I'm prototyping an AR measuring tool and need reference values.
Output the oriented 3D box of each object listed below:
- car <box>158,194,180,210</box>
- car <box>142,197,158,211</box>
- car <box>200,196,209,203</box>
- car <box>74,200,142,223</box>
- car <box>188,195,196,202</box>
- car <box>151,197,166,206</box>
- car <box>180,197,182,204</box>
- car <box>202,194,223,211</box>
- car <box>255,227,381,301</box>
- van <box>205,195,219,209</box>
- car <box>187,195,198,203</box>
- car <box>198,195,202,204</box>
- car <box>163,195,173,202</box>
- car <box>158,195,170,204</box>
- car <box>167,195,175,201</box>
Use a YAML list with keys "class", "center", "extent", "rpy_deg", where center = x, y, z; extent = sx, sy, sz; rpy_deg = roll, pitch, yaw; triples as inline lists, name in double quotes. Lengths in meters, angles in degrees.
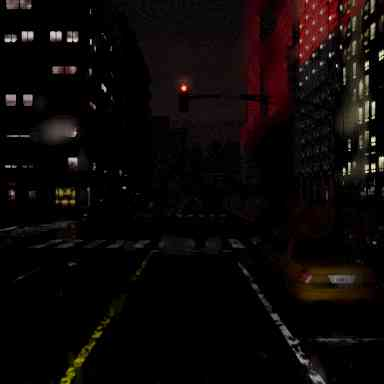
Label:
- class: "car"
  center: [-3.101, 1.241, 44.068]
  extent: [2.150, 2.045, 5.566]
  rpy_deg: [0, 0, 0]
- class: "car"
  center: [-5.697, 1.567, 40.500]
  extent: [2.008, 1.369, 4.403]
  rpy_deg: [0, 0, 0]
- class: "car"
  center: [2.680, 1.610, 73.661]
  extent: [1.887, 1.381, 4.507]
  rpy_deg: [0, 0, 0]
- class: "car"
  center: [-6.853, 1.556, 26.589]
  extent: [5.008, 1.535, 1.882]
  rpy_deg: [-1, 2, -44]
- class: "car"
  center: [-0.006, 1.577, 80.075]
  extent: [1.837, 1.490, 4.892]
  rpy_deg: [0, 0, 0]
- class: "car"
  center: [-5.699, 1.588, 57.080]
  extent: [2.008, 1.369, 4.403]
  rpy_deg: [0, 0, 0]
- class: "car"
  center: [-3.038, 1.560, 66.383]
  extent: [1.837, 1.490, 4.892]
  rpy_deg: [0, -1, 0]
- class: "car"
  center: [2.682, 1.331, 40.501]
  extent: [2.192, 1.841, 5.009]
  rpy_deg: [0, 0, 0]
- class: "car"
  center: [2.685, 1.526, 8.258]
  extent: [1.752, 1.417, 4.829]
  rpy_deg: [0, 0, 0]
- class: "van"
  center: [2.681, 1.363, 46.027]
  extent: [1.690, 1.788, 3.998]
  rpy_deg: [0, 0, 0]
- class: "car"
  center: [0.096, 1.582, 68.332]
  extent: [1.812, 1.442, 4.674]
  rpy_deg: [0, 0, 0]
- class: "car"
  center: [2.680, 1.361, 62.607]
  extent: [2.192, 1.841, 5.009]
  rpy_deg: [0, 0, 0]
- class: "car"
  center: [-5.701, 1.516, 79.187]
  extent: [1.967, 1.590, 4.097]
  rpy_deg: [0, 0, 0]
- class: "car"
  center: [-5.700, 1.496, 68.134]
  extent: [1.967, 1.590, 4.097]
  rpy_deg: [0, 0, 0]
- class: "car"
  center: [-5.701, 1.623, 90.070]
  extent: [1.752, 1.417, 4.829]
  rpy_deg: [0, 0, 0]
